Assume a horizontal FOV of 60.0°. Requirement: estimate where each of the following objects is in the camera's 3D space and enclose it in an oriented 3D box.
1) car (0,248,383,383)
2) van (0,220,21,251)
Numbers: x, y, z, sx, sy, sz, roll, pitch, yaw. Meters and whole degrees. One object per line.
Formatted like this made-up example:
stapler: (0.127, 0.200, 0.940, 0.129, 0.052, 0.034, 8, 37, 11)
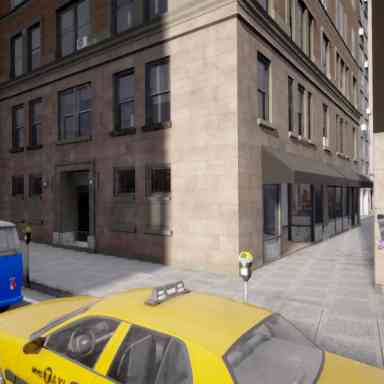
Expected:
car: (-0.432, 1.526, 3.168, 4.829, 1.417, 1.752, 0, -1, 36)
van: (-4.908, 1.342, 6.371, 3.998, 1.788, 1.690, 0, -1, 36)
